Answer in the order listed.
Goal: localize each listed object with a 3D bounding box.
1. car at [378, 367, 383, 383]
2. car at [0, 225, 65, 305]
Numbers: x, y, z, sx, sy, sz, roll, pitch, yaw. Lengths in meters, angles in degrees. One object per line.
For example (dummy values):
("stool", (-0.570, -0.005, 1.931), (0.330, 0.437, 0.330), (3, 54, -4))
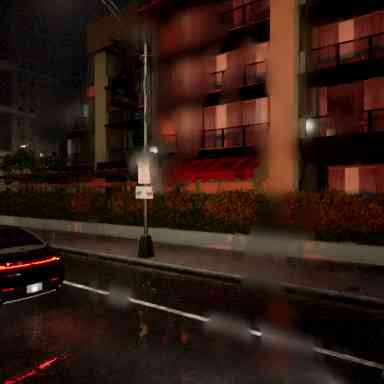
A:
("car", (3.784, 1.547, 1.376), (5.357, 1.411, 2.033), (0, 0, 35))
("car", (-4.857, 1.505, 7.484), (4.892, 1.490, 1.837), (0, 0, 35))
